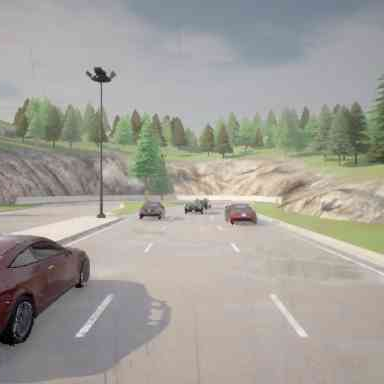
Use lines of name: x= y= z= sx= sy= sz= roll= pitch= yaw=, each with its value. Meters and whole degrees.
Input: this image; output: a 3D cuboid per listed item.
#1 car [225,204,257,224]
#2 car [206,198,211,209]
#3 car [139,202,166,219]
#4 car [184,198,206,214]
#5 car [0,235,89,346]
car: x=3.592 y=1.569 z=24.970 sx=1.994 sy=1.385 sz=4.181 roll=0 pitch=0 yaw=0
car: x=1.385 y=1.501 z=44.557 sx=2.128 sy=1.511 sz=4.902 roll=0 pitch=0 yaw=12
car: x=-3.400 y=1.554 z=29.047 sx=2.033 sy=1.411 sz=5.357 roll=0 pitch=0 yaw=0
car: x=0.251 y=1.608 z=35.355 sx=1.895 sy=1.301 sz=4.718 roll=0 pitch=0 yaw=2
car: x=-3.402 y=1.527 z=6.231 sx=1.812 sy=1.442 sz=4.674 roll=0 pitch=0 yaw=0
